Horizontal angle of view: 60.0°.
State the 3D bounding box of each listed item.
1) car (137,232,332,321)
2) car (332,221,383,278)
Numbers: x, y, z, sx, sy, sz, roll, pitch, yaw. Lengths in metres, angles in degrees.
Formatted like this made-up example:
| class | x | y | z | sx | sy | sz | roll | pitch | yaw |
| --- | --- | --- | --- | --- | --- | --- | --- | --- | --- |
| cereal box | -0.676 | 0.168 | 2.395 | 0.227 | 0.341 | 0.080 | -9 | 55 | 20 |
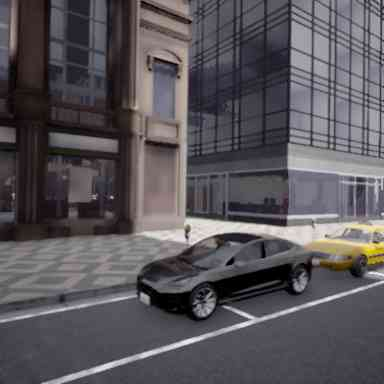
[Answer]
| class | x | y | z | sx | sy | sz | roll | pitch | yaw |
| --- | --- | --- | --- | --- | --- | --- | --- | --- | --- |
| car | 0.913 | 1.619 | 7.409 | 4.313 | 1.339 | 1.947 | 1 | 0 | -36 |
| car | 5.354 | 1.637 | 10.577 | 4.829 | 1.417 | 1.752 | 1 | 0 | -36 |
